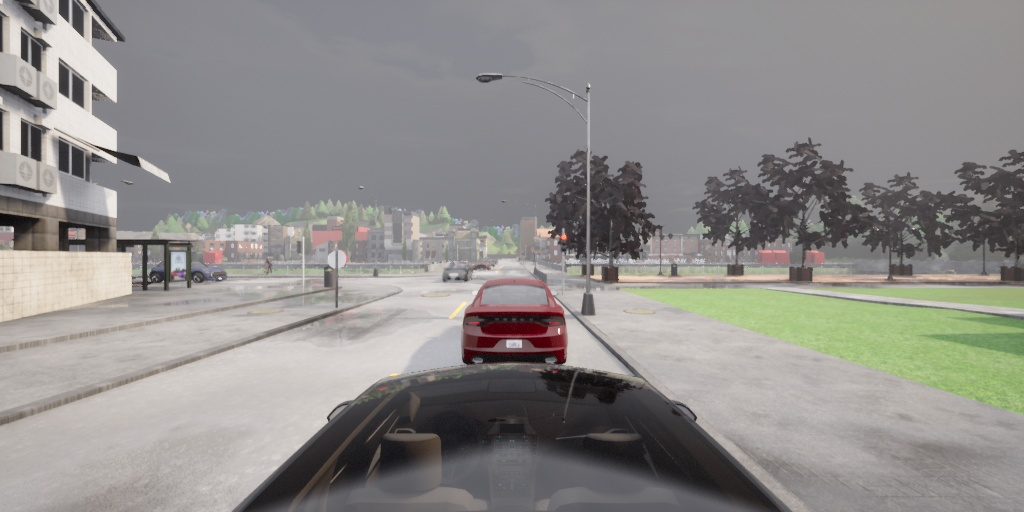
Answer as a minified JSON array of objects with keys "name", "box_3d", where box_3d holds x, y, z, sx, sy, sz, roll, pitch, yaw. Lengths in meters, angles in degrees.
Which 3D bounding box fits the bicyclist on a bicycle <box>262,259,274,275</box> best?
[{"name":"bicyclist on a bicycle","box_3d":[-24.011,1.091,35.296,0.582,1.620,1.656,0,0,0]}]

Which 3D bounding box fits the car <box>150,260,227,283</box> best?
[{"name":"car","box_3d":[-24.132,1.097,26.900,4.553,1.767,2.097,0,0,0]}]

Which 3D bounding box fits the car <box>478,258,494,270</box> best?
[{"name":"car","box_3d":[-4.074,1.091,50.297,2.097,1.767,4.553,0,0,0]}]

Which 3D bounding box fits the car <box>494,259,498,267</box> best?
[{"name":"car","box_3d":[-4.033,1.228,64.083,2.128,1.511,4.902,0,0,0]}]

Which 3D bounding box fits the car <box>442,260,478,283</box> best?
[{"name":"car","box_3d":[-4.088,1.236,27.487,2.128,1.511,4.902,0,0,0]}]

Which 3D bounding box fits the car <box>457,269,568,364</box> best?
[{"name":"car","box_3d":[0.055,1.226,8.097,1.882,1.535,5.008,0,0,0]}]
